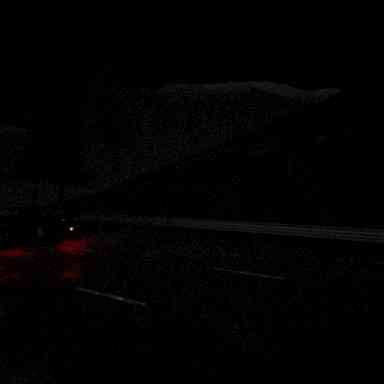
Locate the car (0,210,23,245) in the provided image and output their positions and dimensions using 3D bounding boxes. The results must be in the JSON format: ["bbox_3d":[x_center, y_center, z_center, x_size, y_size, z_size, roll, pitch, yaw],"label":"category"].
[{"bbox_3d":[-9.622,1.514,14.104,4.892,1.490,1.837,0,0,30],"label":"car"}]

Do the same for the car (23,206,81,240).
[{"bbox_3d":[-7.865,1.514,17.131,4.892,1.490,1.837,0,0,30],"label":"car"}]
